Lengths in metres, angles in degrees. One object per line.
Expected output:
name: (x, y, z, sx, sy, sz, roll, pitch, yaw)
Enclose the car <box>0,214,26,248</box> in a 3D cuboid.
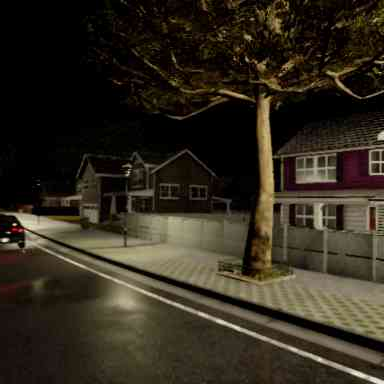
car: (-9.373, 1.833, 16.081, 1.837, 1.490, 4.892, 2, -2, -37)
